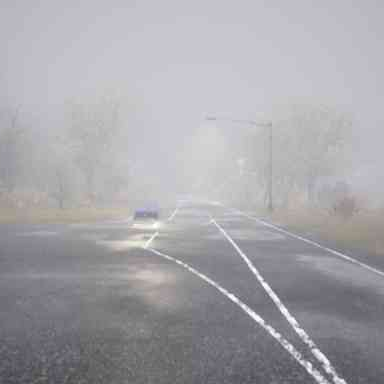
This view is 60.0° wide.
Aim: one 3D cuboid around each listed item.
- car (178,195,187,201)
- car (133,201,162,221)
[{"bbox_3d":[-2.392,1.568,86.785,2.128,1.511,4.902,0,0,6],"label":"car"},{"bbox_3d":[-3.575,1.484,27.422,1.882,1.535,5.008,0,0,0],"label":"car"}]
